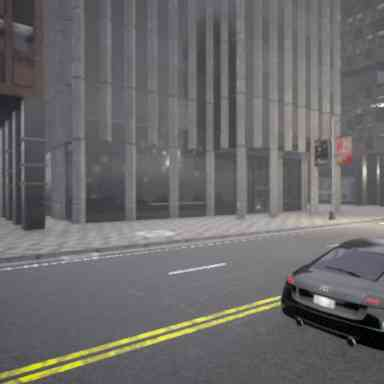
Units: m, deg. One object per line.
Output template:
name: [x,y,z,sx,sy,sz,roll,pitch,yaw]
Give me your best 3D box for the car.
car: [3.538,1.546,5.969,4.181,1.385,1.994,0,0,-36]
